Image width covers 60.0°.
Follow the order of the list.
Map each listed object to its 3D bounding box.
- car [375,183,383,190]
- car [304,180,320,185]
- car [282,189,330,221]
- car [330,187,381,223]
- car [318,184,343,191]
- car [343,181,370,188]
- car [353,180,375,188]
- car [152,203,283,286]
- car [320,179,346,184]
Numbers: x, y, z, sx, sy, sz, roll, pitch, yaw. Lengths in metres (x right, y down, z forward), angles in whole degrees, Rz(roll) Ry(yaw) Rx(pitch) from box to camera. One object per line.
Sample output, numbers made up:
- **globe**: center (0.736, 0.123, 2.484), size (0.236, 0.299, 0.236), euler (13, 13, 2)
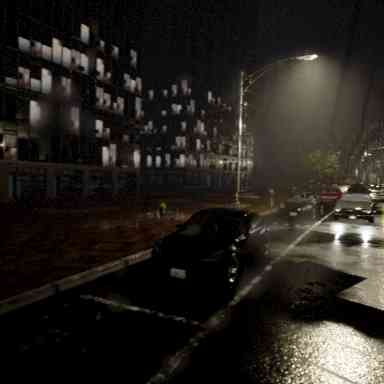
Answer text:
- **car**: center (30.579, -0.851, 55.637), size (2.008, 1.369, 4.403), euler (5, 4, 37)
- **car**: center (32.131, -2.474, 88.882), size (2.008, 1.369, 4.403), euler (0, 3, -42)
- **car**: center (6.111, 0.672, 18.378), size (1.947, 1.339, 4.313), euler (4, 4, 29)
- **car**: center (8.959, 0.720, 18.139), size (2.033, 1.411, 5.357), euler (3, 4, 29)
- **car**: center (11.820, 0.272, 28.175), size (1.802, 1.307, 4.206), euler (4, 4, 31)
- **car**: center (20.940, -0.319, 42.314), size (1.947, 1.339, 4.313), euler (4, 4, 34)
- **car**: center (23.986, -0.531, 46.680), size (1.752, 1.417, 4.829), euler (4, 4, 35)
- **car**: center (0.736, 1.109, 8.332), size (1.947, 1.339, 4.313), euler (4, 4, 27)
- **car**: center (35.891, -2.207, 84.752), size (1.947, 1.339, 4.313), euler (0, 3, -42)
